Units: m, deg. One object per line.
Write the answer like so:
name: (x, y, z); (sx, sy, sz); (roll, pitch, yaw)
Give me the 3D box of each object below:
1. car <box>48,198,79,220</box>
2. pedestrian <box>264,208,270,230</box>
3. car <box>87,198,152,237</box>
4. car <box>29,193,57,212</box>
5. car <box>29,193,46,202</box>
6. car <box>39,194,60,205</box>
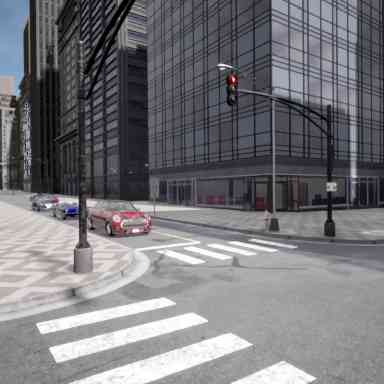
car: (-9.607, 1.389, 26.075); (1.895, 1.301, 4.718); (-1, 1, -34)
pedestrian: (3.892, 1.373, 17.276); (0.500, 1.100, 0.500); (0, 0, -34)
car: (-3.933, 1.234, 17.692); (2.097, 1.767, 4.553); (-1, 1, -34)
car: (-15.425, 1.178, 34.668); (2.128, 1.511, 4.902); (-1, 1, -34)
car: (-26.096, 0.882, 56.060); (1.837, 1.490, 4.892); (-1, 1, -34)
car: (-20.547, 1.062, 47.892); (1.994, 1.385, 4.181); (-1, 1, -34)
